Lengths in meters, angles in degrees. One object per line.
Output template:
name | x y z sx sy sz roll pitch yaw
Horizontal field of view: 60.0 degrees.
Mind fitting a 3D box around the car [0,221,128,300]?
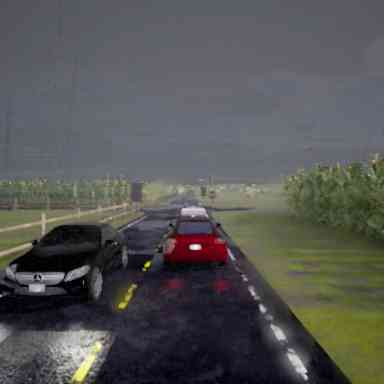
car | -2.858 1.518 8.476 1.812 1.442 4.674 0 0 0

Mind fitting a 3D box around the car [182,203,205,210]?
car | 0.109 1.563 27.719 1.895 1.301 4.718 0 0 0

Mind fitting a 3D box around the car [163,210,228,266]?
car | 0.102 1.553 11.574 1.994 1.385 4.181 0 0 0
